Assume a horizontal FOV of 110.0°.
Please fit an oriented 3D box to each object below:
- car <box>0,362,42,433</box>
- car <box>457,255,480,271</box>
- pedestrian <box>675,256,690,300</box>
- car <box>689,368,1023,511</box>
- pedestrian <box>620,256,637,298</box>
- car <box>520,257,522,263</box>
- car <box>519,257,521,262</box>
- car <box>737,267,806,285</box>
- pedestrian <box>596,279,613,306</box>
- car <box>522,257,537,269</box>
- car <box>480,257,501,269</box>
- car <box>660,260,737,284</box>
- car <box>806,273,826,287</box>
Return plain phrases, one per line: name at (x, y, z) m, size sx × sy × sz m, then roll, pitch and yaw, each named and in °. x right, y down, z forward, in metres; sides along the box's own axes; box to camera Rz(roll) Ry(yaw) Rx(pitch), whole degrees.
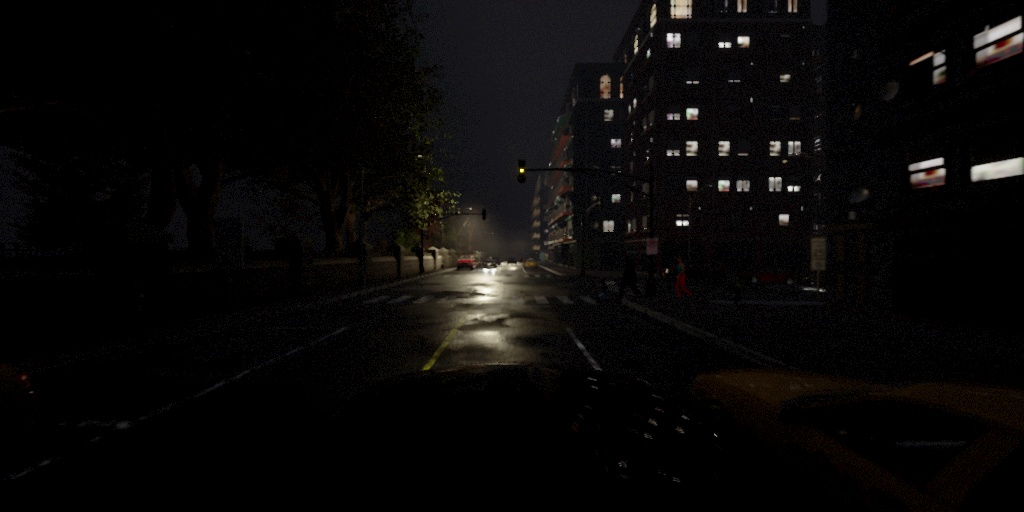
car at (-5.689, 1.276, 1.505) m, size 1.751 × 1.417 × 4.829 m, roll 0°, pitch 0°, yaw 0°
car at (-5.699, 0.850, 45.240) m, size 2.192 × 1.841 × 5.009 m, roll 0°, pitch 0°, yaw 0°
pedestrian at (6.805, 0.840, 14.457) m, size 0.375 × 1.860 × 0.375 m, roll 0°, pitch 1°, yaw 0°
car at (2.691, 1.275, 1.847) m, size 1.751 × 1.417 × 4.829 m, roll 0°, pitch 0°, yaw 0°
pedestrian at (4.889, 0.826, 15.056) m, size 0.375 × 1.860 × 0.375 m, roll 0°, pitch 1°, yaw 0°
car at (2.679, 1.031, 56.312) m, size 1.888 × 1.381 × 4.507 m, roll 0°, pitch 0°, yaw 0°
car at (2.678, 1.012, 61.848) m, size 2.007 × 1.370 × 4.403 m, roll 0°, pitch 0°, yaw 0°
car at (20.288, 1.532, 28.681) m, size 4.507 × 1.381 × 1.888 m, roll 0°, pitch 0°, yaw 0°
pedestrian at (3.560, 0.981, 13.858) m, size 0.375 × 1.860 × 0.375 m, roll 0°, pitch 1°, yaw 0°
car at (2.680, 1.035, 50.947) m, size 1.751 × 1.417 × 4.829 m, roll 0°, pitch 0°, yaw 0°
car at (-3.074, 0.998, 51.705) m, size 2.128 × 1.511 × 4.902 m, roll 0°, pitch 0°, yaw 0°
car at (14.593, 1.200, 28.661) m, size 5.009 × 1.841 × 2.192 m, roll 0°, pitch 0°, yaw 0°
car at (24.530, 1.634, 26.096) m, size 5.357 × 1.411 × 2.033 m, roll 1°, pitch 1°, yaw 0°
